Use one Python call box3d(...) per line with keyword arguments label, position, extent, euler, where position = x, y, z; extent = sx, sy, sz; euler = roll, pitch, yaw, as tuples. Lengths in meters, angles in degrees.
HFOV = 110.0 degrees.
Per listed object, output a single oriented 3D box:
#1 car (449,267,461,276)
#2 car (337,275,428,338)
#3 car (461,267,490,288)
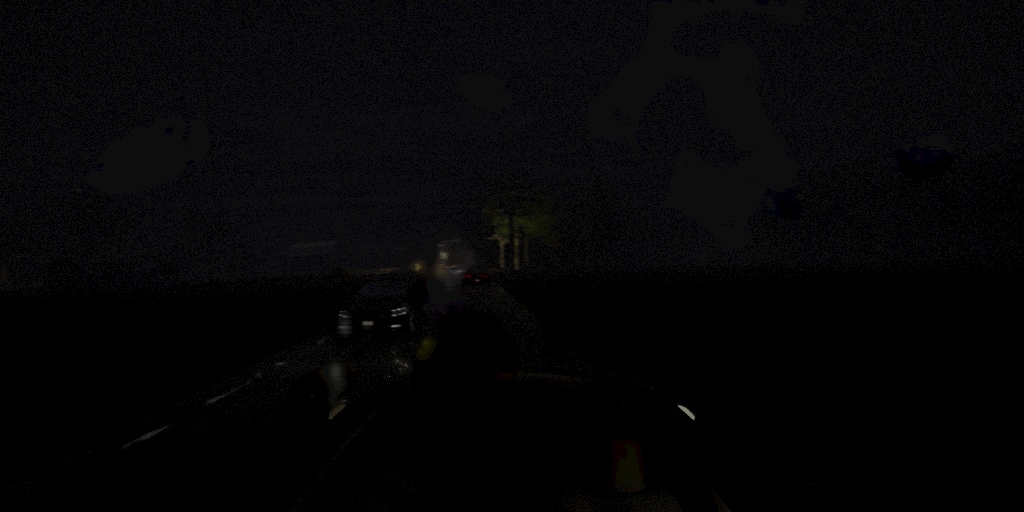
box3d(label="car", position=(-8.667, 2.339, 54.908), extent=(1.812, 1.442, 4.674), euler=(-1, -1, -6))
box3d(label="car", position=(-3.808, 1.403, 11.263), extent=(1.882, 1.535, 5.008), euler=(-1, 0, -7))
box3d(label="car", position=(-2.710, 1.597, 27.605), extent=(1.882, 1.535, 5.008), euler=(-1, -1, -6))
